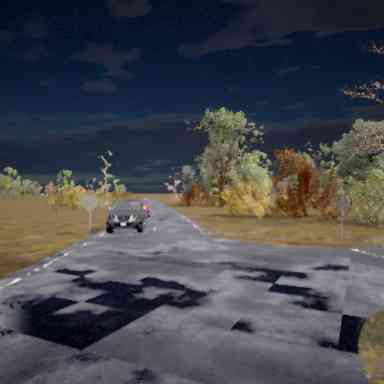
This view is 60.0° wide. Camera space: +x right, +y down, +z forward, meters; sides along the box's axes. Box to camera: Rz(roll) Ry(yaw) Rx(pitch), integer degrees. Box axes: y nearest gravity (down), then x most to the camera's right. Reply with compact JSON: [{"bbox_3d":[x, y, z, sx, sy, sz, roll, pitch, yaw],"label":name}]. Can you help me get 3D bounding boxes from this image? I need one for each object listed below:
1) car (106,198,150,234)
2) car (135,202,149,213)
[{"bbox_3d":[-4.133,1.499,21.733,2.150,2.045,5.566,0,0,-5],"label":"car"},{"bbox_3d":[-7.081,2.163,46.992,1.994,1.385,4.181,0,-1,-9],"label":"car"}]
